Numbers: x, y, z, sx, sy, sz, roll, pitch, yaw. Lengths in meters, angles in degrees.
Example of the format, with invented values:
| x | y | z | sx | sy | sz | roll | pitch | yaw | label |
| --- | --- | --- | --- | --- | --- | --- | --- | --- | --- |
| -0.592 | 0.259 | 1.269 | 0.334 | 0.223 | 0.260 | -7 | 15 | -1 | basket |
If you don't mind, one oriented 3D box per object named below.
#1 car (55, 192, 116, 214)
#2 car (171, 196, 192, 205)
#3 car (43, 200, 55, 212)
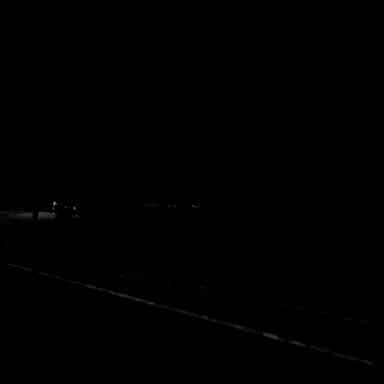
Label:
| x | y | z | sx | sy | sz | roll | pitch | yaw | label |
| --- | --- | --- | --- | --- | --- | --- | --- | --- | --- |
| -9.777 | 0.984 | 31.956 | 2.150 | 2.045 | 5.566 | 1 | 0 | 32 | car |
| -1.439 | 1.247 | 51.650 | 1.812 | 1.442 | 4.674 | 1 | 0 | 33 | car |
| -12.746 | 1.083 | 33.809 | 2.097 | 1.767 | 4.553 | 1 | 0 | 32 | car |
